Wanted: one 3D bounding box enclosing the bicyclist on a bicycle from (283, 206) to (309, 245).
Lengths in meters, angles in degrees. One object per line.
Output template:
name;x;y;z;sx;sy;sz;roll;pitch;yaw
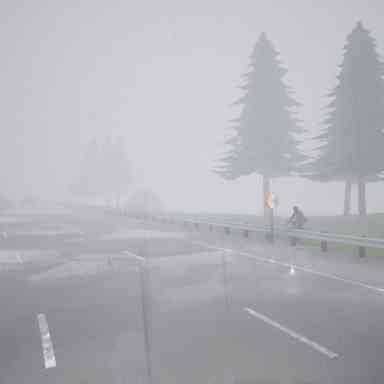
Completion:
bicyclist on a bicycle;4.417;1.433;13.957;1.656;1.620;0.582;6;-3;-31

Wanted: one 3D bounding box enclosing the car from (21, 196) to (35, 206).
car;-28.081;1.505;56.867;1.837;1.490;4.892;0;0;-32

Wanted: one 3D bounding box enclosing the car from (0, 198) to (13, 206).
car;-29.644;1.601;52.749;1.895;1.301;4.718;0;0;-32
